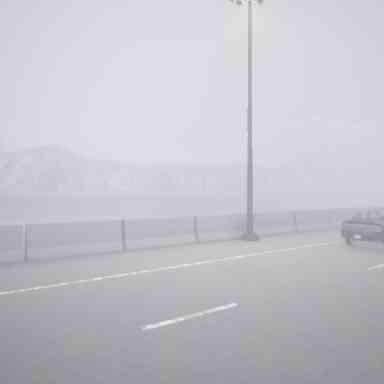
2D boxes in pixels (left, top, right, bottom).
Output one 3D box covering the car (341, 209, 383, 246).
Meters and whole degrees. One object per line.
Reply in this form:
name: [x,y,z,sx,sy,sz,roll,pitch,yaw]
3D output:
car: [8.269,1.492,14.066,4.902,1.511,2.128,0,0,-36]
